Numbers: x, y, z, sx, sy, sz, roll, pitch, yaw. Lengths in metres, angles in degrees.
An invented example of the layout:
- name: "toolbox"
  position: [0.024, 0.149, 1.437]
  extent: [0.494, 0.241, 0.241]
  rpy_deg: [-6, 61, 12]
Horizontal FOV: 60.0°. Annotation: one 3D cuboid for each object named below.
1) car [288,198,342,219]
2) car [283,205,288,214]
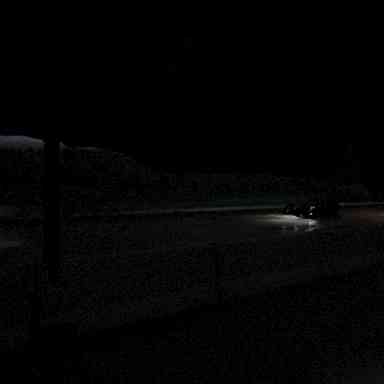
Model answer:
- name: "car"
  position: [10.788, 1.327, 28.577]
  extent: [4.553, 1.767, 2.097]
  rpy_deg: [0, 0, -35]
- name: "car"
  position: [11.031, 1.496, 33.004]
  extent: [4.674, 1.442, 1.812]
  rpy_deg: [0, 0, -35]
